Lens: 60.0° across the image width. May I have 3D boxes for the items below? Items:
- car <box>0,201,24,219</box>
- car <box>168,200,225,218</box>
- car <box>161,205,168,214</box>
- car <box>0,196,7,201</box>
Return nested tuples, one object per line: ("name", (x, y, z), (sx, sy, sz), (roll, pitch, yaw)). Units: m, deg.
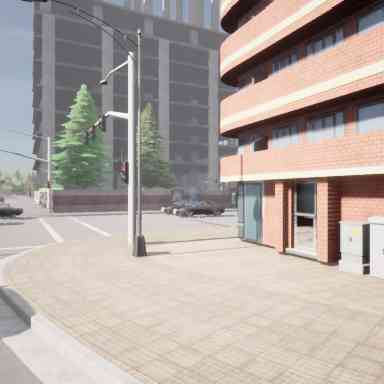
("car", (-17.156, 1.652, 28.723), (4.718, 1.301, 1.895), (0, 0, 15))
("car", (0.670, 1.547, 30.484), (4.902, 1.511, 2.128), (0, 0, -27))
("car", (-0.668, 1.547, 33.727), (4.902, 1.511, 2.128), (0, 0, -27))
("car", (-34.222, 1.504, 59.124), (1.837, 1.490, 4.892), (0, 0, -27))
